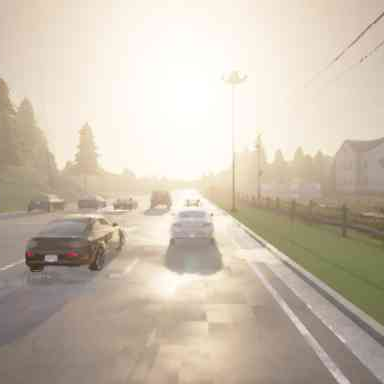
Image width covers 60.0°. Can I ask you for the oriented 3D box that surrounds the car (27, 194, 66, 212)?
[{"bbox_3d":[-13.915,0.970,32.151,2.097,1.767,4.553,0,1,0],"label":"car"}]

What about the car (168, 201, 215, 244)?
[{"bbox_3d":[0.020,1.346,14.638,1.812,1.442,4.674,0,1,1],"label":"car"}]

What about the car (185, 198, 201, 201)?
[{"bbox_3d":[0.070,1.192,28.994,2.033,1.411,5.357,0,1,1],"label":"car"}]

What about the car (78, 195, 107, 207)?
[{"bbox_3d":[-10.386,1.059,34.964,1.882,1.535,5.008,0,1,0],"label":"car"}]

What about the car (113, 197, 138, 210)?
[{"bbox_3d":[-6.885,1.180,34.930,1.895,1.301,4.718,0,1,0],"label":"car"}]

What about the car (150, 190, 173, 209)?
[{"bbox_3d":[-3.388,0.766,37.508,2.150,2.045,5.566,0,1,0],"label":"car"}]

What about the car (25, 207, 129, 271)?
[{"bbox_3d":[-3.394,1.401,10.315,1.812,1.442,4.674,0,1,0],"label":"car"}]
